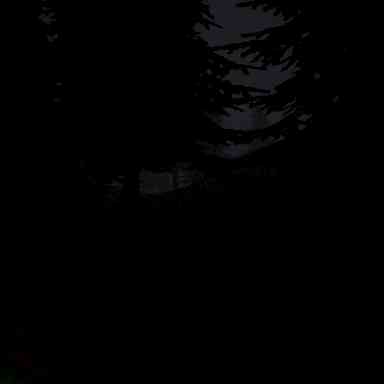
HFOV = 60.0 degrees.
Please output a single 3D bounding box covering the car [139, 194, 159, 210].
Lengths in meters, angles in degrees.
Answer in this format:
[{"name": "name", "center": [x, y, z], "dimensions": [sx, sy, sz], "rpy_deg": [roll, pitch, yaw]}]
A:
[{"name": "car", "center": [-6.358, 1.209, 39.460], "dimensions": [2.150, 2.045, 5.566], "rpy_deg": [0, 0, 37]}]
